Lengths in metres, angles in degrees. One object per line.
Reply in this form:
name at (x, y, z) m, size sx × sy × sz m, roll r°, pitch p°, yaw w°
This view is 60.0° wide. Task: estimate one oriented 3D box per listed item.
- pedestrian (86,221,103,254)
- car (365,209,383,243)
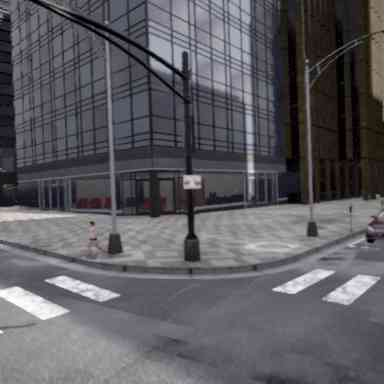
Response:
pedestrian at (-3.148, 1.410, 10.703) m, size 0.500 × 1.100 × 0.500 m, roll -1°, pitch 1°, yaw 42°
car at (8.296, 1.262, 13.333) m, size 1.802 × 1.307 × 4.206 m, roll -2°, pitch 0°, yaw 42°
